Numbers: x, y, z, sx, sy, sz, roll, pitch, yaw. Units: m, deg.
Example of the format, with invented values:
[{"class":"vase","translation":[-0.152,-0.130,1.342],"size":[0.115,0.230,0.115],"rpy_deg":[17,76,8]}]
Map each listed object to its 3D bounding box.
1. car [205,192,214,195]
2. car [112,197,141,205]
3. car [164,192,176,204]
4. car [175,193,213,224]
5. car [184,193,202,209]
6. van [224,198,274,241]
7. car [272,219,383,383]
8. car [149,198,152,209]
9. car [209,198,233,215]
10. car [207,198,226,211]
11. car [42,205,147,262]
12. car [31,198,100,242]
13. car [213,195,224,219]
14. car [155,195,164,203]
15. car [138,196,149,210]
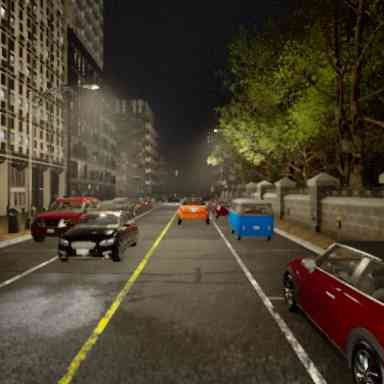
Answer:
[{"class":"car","translation":[2.723,0.952,54.162],"size":[2.192,1.841,5.009],"rpy_deg":[1,0,0]},{"class":"car","translation":[-5.671,1.383,26.804],"size":[2.008,1.369,4.403],"rpy_deg":[1,0,0]},{"class":"car","translation":[-3.025,1.197,54.723],"size":[1.994,1.385,4.181],"rpy_deg":[0,0,0]},{"class":"car","translation":[0.113,1.204,23.627],"size":[2.097,1.767,4.553],"rpy_deg":[0,0,0]},{"class":"car","translation":[0.118,1.084,41.199],"size":[2.097,1.767,4.553],"rpy_deg":[0,0,0]},{"class":"van","translation":[2.707,1.244,15.812],"size":[1.690,1.788,3.998],"rpy_deg":[1,0,0]},{"class":"car","translation":[2.701,1.411,4.855],"size":[1.967,1.590,4.097],"rpy_deg":[1,0,0]},{"class":"car","translation":[-5.665,1.197,37.753],"size":[1.967,1.590,4.097],"rpy_deg":[1,0,0]},{"class":"car","translation":[2.712,1.361,32.250],"size":[1.947,1.339,4.313],"rpy_deg":[1,0,0]},{"class":"car","translation":[2.714,1.339,37.728],"size":[1.802,1.307,4.206],"rpy_deg":[1,0,0]},{"class":"car","translation":[-3.095,1.419,11.858],"size":[2.128,1.511,4.902],"rpy_deg":[0,0,0]},{"class":"car","translation":[-5.674,1.218,15.854],"size":[2.192,1.841,5.009],"rpy_deg":[1,0,0]},{"class":"car","translation":[2.710,1.272,26.770],"size":[1.967,1.590,4.097],"rpy_deg":[1,0,0]},{"class":"car","translation":[-5.657,1.147,59.650],"size":[2.008,1.369,4.403],"rpy_deg":[1,0,0]},{"class":"car","translation":[-5.668,1.235,32.279],"size":[1.967,1.590,4.097],"rpy_deg":[1,0,0]}]
